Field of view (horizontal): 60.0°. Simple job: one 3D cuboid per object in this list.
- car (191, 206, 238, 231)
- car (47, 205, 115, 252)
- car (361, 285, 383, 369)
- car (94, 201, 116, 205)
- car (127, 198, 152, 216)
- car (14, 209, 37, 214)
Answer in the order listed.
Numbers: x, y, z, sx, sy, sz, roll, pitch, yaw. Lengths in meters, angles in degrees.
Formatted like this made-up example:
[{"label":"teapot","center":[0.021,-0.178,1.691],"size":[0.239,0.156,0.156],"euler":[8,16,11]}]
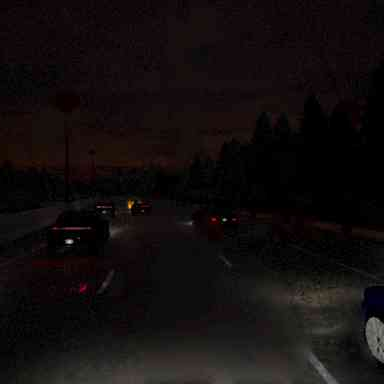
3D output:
[{"label":"car","center":[1.296,1.606,20.929],"size":[2.033,1.411,5.357],"euler":[0,0,-11]},{"label":"car","center":[-4.672,1.532,14.155],"size":[2.128,1.511,4.902],"euler":[0,0,-8]},{"label":"car","center":[3.369,1.485,2.721],"size":[1.882,1.535,5.008],"euler":[0,0,-2]},{"label":"car","center":[-8.380,1.582,32.065],"size":[2.128,1.511,4.902],"euler":[0,0,-13]},{"label":"car","center":[-5.121,1.586,33.470],"size":[2.128,1.511,4.902],"euler":[0,0,-13]},{"label":"car","center":[-15.636,1.596,31.545],"size":[1.837,1.490,4.892],"euler":[0,0,-13]}]
